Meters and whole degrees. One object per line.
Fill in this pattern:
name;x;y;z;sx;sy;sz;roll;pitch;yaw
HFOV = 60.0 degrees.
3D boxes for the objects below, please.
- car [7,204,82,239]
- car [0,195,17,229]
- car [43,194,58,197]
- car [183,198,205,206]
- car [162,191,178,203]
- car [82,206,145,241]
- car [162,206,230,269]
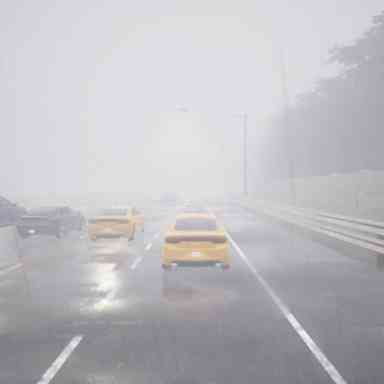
car;-6.871;1.415;16.690;1.837;1.490;4.892;0;1;0
car;-10.372;1.131;16.636;2.150;2.045;5.566;0;1;0
car;-20.763;1.013;48.855;1.994;1.385;4.181;0;1;1
car;0.185;1.256;29.132;1.812;1.442;4.674;0;1;0
car;-3.252;0.748;49.796;2.097;1.767;4.553;0;1;1
car;-3.475;1.395;16.129;1.882;1.535;5.008;0;1;0
car;0.113;1.440;11.061;1.882;1.535;5.008;0;0;0
